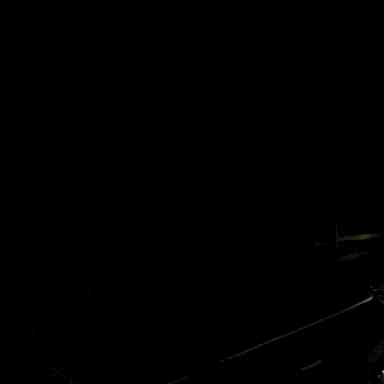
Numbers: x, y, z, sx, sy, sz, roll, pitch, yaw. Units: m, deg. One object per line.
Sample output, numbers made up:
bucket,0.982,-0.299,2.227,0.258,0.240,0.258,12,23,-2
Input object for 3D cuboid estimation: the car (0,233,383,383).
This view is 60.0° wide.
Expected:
car,-0.122,1.351,2.972,4.553,1.767,2.097,0,0,-35
